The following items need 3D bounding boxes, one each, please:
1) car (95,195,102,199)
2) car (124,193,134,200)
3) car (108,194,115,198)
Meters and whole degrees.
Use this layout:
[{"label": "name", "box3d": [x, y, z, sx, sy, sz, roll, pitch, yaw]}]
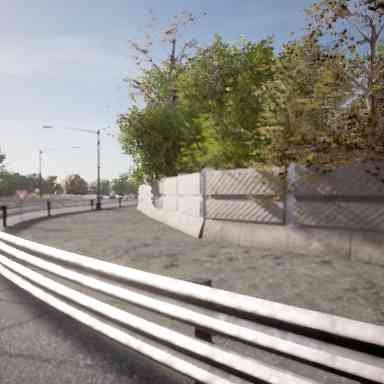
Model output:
[{"label": "car", "box3d": [-25.540, 1.473, 90.607, 1.812, 1.442, 4.674, 0, 0, -15]}, {"label": "car", "box3d": [-17.192, 1.187, 90.946, 2.150, 2.045, 5.566, 0, 0, 1]}, {"label": "car", "box3d": [-22.121, 1.455, 91.352, 1.837, 1.490, 4.892, 0, 0, -15]}]
